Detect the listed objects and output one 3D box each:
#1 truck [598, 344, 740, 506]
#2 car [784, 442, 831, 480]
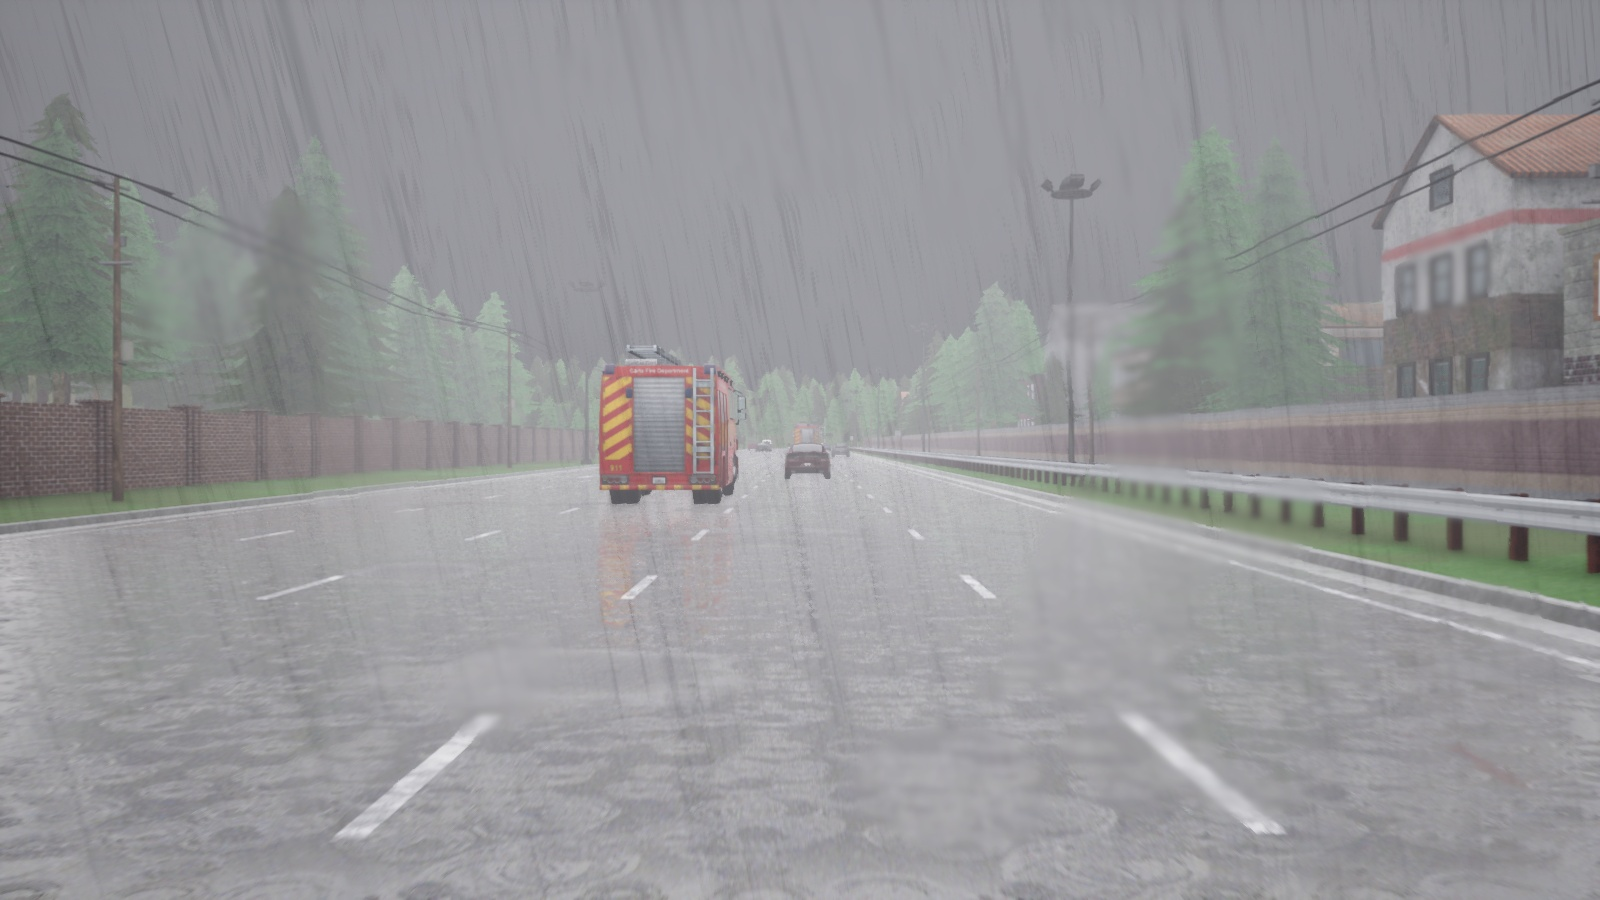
[{"bbox_3d":[-3.291,-0.611,33.837,2.891,3.827,8.468,0,0,0],"label":"truck"},{"bbox_3d":[0.321,0.422,53.572,1.882,1.535,5.008,0,0,0],"label":"car"}]
